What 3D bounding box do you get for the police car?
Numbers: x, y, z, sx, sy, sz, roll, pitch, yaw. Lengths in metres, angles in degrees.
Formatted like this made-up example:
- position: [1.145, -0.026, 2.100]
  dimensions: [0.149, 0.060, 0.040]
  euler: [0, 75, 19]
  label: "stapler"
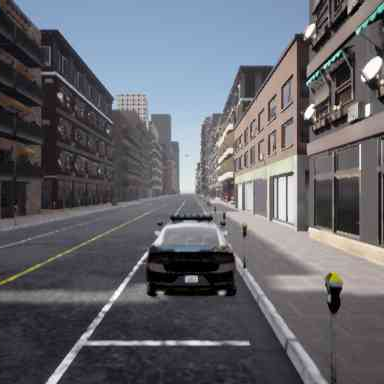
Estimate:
- position: [-0.011, 1.415, 8.759]
  dimensions: [1.930, 1.638, 5.238]
  euler: [0, 0, 0]
  label: "police car"
